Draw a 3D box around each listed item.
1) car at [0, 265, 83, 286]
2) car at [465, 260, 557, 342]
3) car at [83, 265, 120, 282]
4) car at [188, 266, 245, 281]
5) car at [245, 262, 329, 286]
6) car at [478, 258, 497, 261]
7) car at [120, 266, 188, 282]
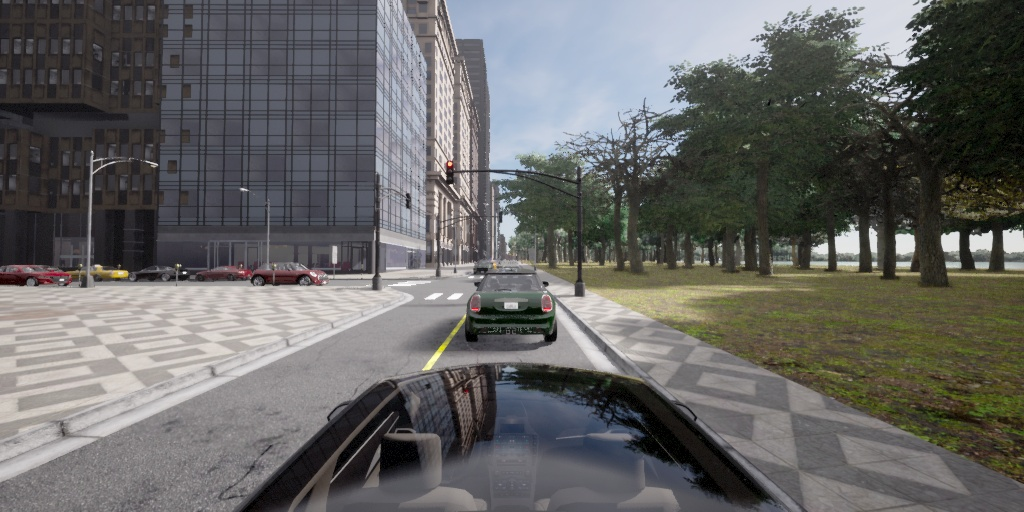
[{"bbox_3d":[-30.030,1.234,22.103,4.507,1.381,1.888,0,0,0],"label":"car"},{"bbox_3d":[-0.010,1.108,9.968,2.097,1.767,4.553,0,0,0],"label":"car"},{"bbox_3d":[-35.719,1.443,30.601,4.829,1.417,1.751,0,0,0],"label":"car"},{"bbox_3d":[-24.575,1.493,30.649,4.207,1.307,1.802,0,0,0],"label":"car"},{"bbox_3d":[-13.599,1.119,22.174,4.097,1.591,1.967,0,0,-1],"label":"car"},{"bbox_3d":[-3.218,1.180,41.241,2.097,1.767,4.553,0,0,0],"label":"car"},{"bbox_3d":[-30.061,1.480,30.626,4.313,1.339,1.948,0,0,0],"label":"car"}]
